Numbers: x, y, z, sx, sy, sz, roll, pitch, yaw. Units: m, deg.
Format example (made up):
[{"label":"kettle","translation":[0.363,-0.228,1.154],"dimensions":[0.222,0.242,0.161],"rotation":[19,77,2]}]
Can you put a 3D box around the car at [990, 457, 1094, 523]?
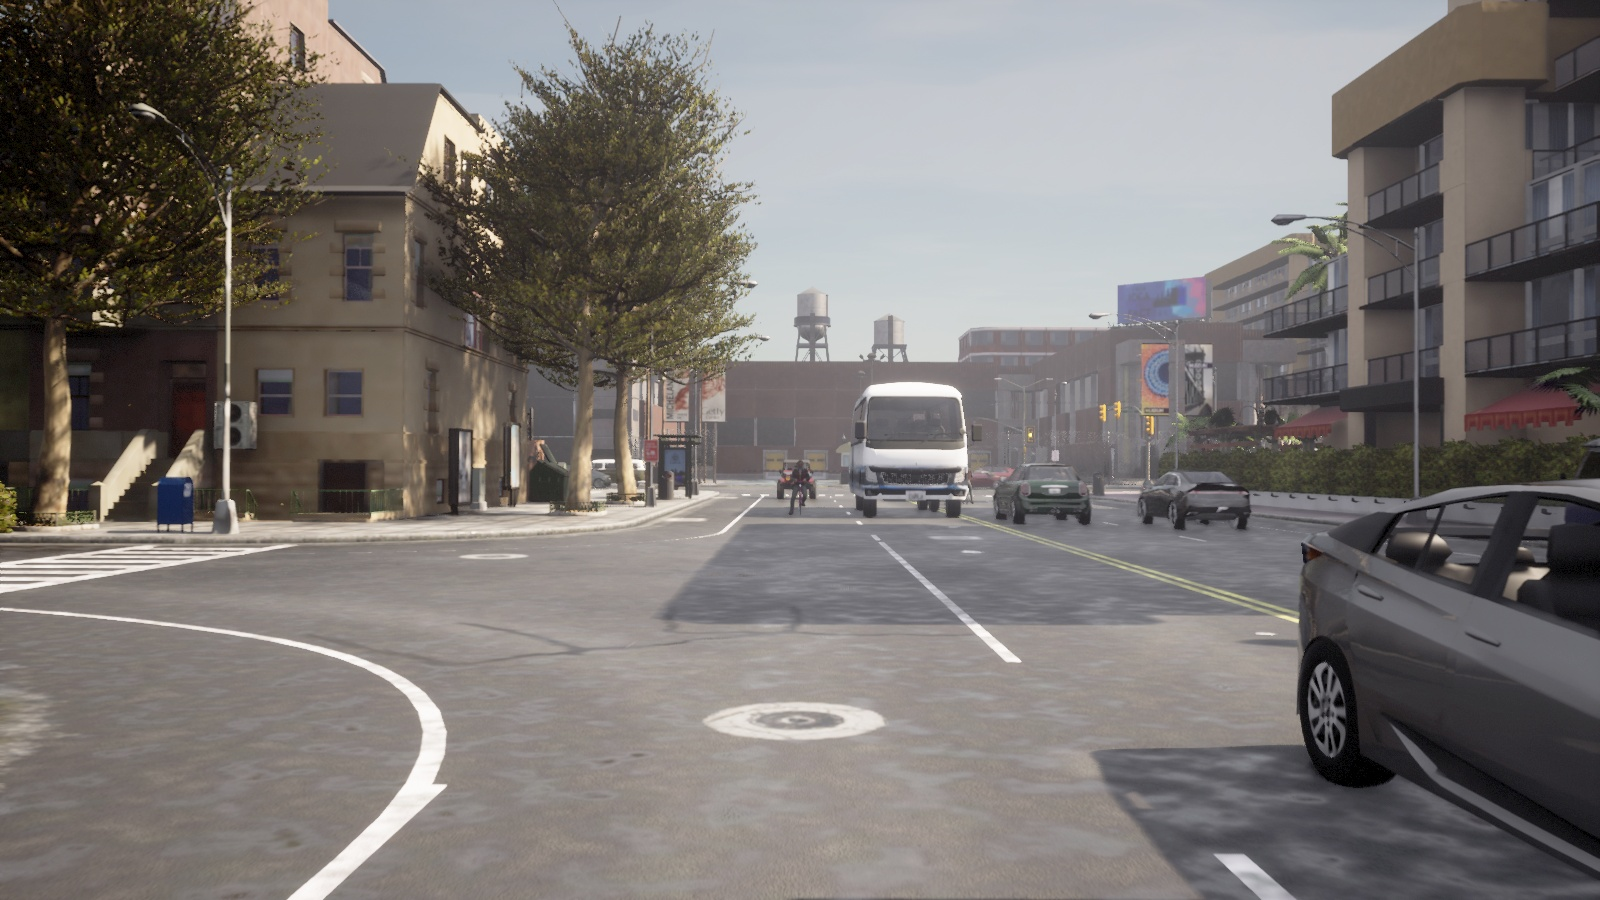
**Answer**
[{"label":"car","translation":[6.911,1.126,36.326],"dimensions":[2.097,1.767,4.553],"rotation":[0,-1,0]}]

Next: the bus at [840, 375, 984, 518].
[{"label":"bus","translation":[3.506,-0.048,42.590],"dimensions":[3.944,4.253,10.273],"rotation":[0,-1,0]}]

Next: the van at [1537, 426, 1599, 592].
[{"label":"van","translation":[10.415,0.692,13.994],"dimensions":[1.775,1.987,4.442],"rotation":[0,0,0]}]

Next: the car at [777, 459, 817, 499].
[{"label":"car","translation":[-0.149,1.411,61.170],"dimensions":[1.905,1.878,3.866],"rotation":[0,-1,0]}]

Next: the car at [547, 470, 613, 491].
[{"label":"car","translation":[-15.256,2.109,87.167],"dimensions":[4.181,1.385,1.994],"rotation":[0,-1,0]}]

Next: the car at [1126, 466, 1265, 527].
[{"label":"car","translation":[10.418,1.177,33.509],"dimensions":[2.128,1.511,4.902],"rotation":[0,-1,0]}]

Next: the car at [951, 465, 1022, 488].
[{"label":"car","translation":[13.429,1.887,90.587],"dimensions":[4.856,1.649,2.033],"rotation":[0,-1,-1]}]

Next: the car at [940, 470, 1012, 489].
[{"label":"car","translation":[12.195,2.033,87.142],"dimensions":[4.718,1.301,1.895],"rotation":[0,-1,0]}]

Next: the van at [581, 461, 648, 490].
[{"label":"van","translation":[-13.338,1.811,90.658],"dimensions":[4.480,2.038,2.069],"rotation":[1,-1,0]}]

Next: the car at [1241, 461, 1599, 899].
[{"label":"car","translation":[3.488,0.806,4.790],"dimensions":[2.007,1.525,4.514],"rotation":[0,-1,0]}]
